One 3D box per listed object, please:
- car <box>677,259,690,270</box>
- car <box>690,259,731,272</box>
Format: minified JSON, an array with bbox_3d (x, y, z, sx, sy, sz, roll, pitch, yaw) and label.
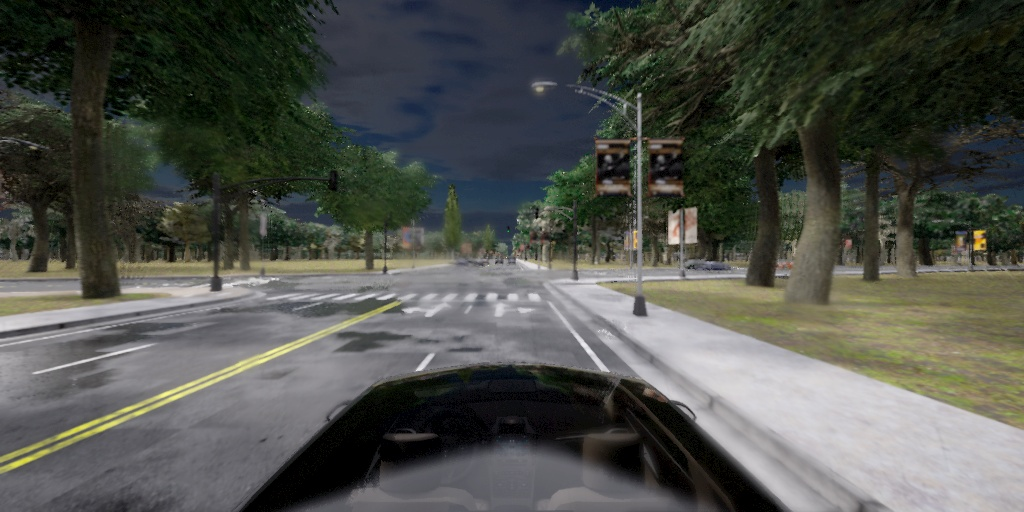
[{"bbox_3d":[26.570,1.245,52.652,4.553,1.767,2.097,0,0,-23],"label":"car"},{"bbox_3d":[27.814,1.423,49.651,5.357,1.411,2.033,0,0,-22],"label":"car"}]
